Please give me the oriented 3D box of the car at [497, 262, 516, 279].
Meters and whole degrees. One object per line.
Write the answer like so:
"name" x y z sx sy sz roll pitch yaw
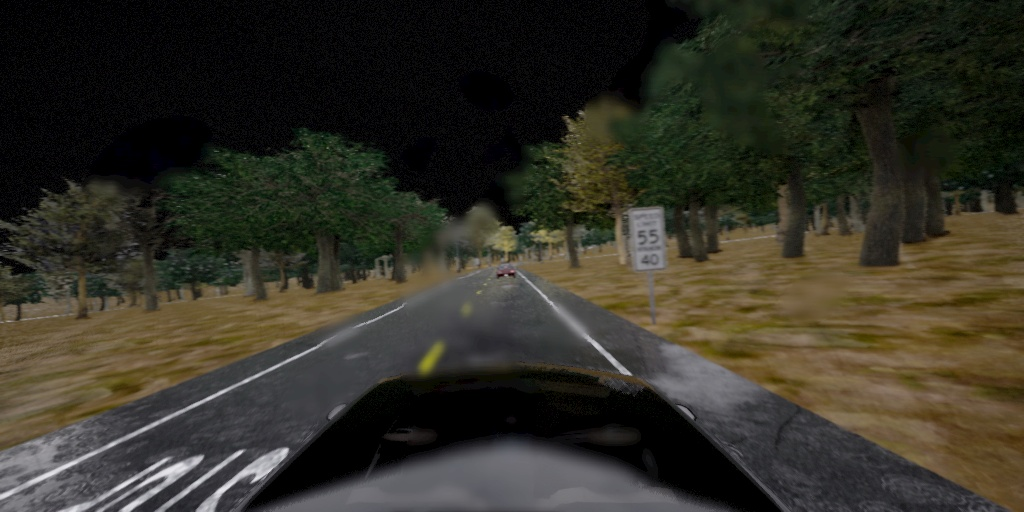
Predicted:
"car" -0.625 1.615 37.162 1.895 1.301 4.718 -5 0 -1
